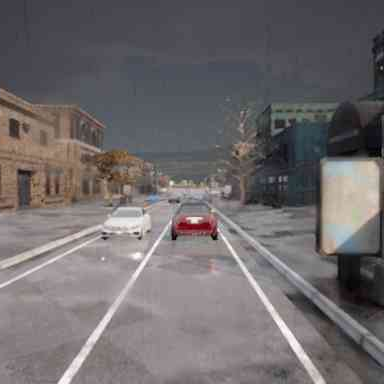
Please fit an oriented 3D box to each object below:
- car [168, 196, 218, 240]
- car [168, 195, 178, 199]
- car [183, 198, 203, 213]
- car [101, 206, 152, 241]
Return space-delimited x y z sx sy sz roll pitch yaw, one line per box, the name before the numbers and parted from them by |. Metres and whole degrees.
car | 0.106 1.276 16.551 2.097 1.767 4.553 0 0 0
car | -3.037 1.232 56.980 1.882 1.535 5.008 0 -1 1
car | 0.111 1.362 35.183 2.033 1.411 5.357 0 0 0
car | -3.094 1.450 16.472 1.812 1.442 4.674 0 0 0
